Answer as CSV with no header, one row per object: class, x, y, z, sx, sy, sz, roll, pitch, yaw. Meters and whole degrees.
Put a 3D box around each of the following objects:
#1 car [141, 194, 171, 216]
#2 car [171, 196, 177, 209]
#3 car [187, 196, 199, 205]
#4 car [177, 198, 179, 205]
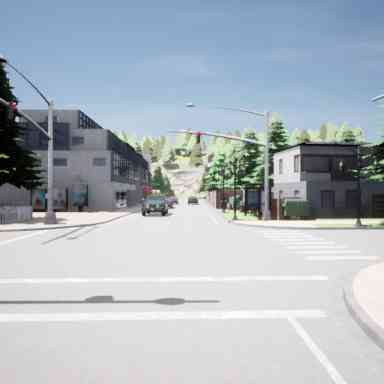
car,-3.555,1.218,32.699,2.150,2.045,5.566,0,0,0
car,-3.532,1.488,45.307,2.128,1.511,4.902,0,0,0
car,0.184,1.499,59.556,1.837,1.490,4.892,0,0,0
car,-3.452,1.486,60.413,2.128,1.511,4.902,0,0,1
